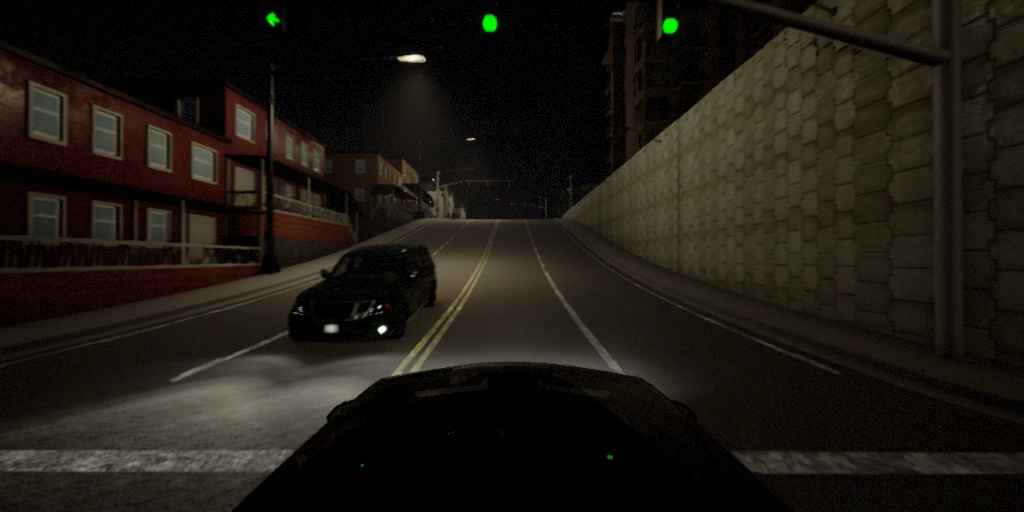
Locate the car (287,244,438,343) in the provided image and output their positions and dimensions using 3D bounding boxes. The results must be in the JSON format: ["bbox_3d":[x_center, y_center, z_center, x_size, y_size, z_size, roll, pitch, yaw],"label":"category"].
[{"bbox_3d":[-3.497,0.801,9.644,2.150,2.045,5.566,0,5,0],"label":"car"}]
